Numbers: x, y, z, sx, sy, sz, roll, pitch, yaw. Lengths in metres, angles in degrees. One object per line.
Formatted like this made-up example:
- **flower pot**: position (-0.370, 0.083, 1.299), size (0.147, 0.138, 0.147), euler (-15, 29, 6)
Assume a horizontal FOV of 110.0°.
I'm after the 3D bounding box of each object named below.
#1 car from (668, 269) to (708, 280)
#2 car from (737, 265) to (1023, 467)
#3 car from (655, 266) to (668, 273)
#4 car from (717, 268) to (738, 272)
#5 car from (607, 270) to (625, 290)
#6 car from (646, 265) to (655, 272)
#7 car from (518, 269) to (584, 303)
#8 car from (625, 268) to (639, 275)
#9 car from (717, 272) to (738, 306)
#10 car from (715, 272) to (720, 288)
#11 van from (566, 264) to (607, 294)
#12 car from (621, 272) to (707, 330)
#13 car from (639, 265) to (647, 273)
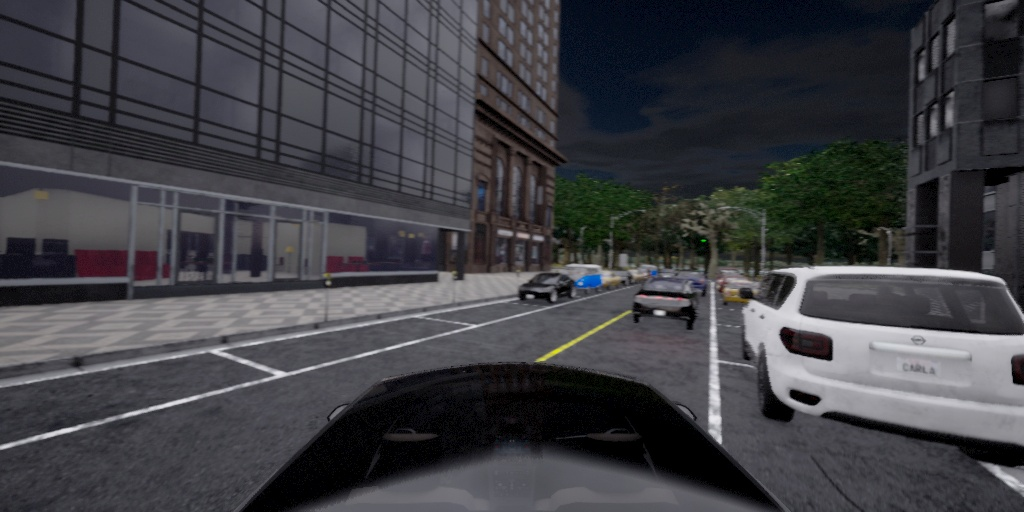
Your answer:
- **car**: position (12.534, 1.746, 25.251), size (2.097, 1.767, 4.553), euler (2, -1, 29)
- **car**: position (5.053, 1.181, 5.655), size (2.150, 2.045, 5.566), euler (2, -1, 29)
- **car**: position (18.249, 2.237, 41.897), size (2.128, 1.511, 4.902), euler (2, -1, 30)
- **car**: position (17.263, 2.028, 28.313), size (1.967, 1.591, 4.097), euler (0, 0, 29)
- **car**: position (7.092, 1.753, 27.572), size (1.751, 1.417, 4.829), euler (0, 0, 29)
- **car**: position (15.117, 2.075, 41.963), size (1.967, 1.591, 4.097), euler (0, 0, 29)
- **car**: position (1.881, 1.524, 18.225), size (1.948, 1.339, 4.313), euler (0, 0, 29)
- **car**: position (9.822, 1.929, 32.468), size (1.948, 1.339, 4.313), euler (0, 0, 29)
- **car**: position (12.051, 1.844, 18.966), size (1.751, 1.417, 4.829), euler (0, 0, 29)
- **car**: position (14.616, 1.998, 23.565), size (1.888, 1.381, 4.507), euler (0, 0, 29)
- **van**: position (4.528, 1.434, 22.973), size (1.690, 1.789, 3.998), euler (0, 0, 29)
- **car**: position (5.570, 1.532, 12.768), size (2.128, 1.511, 4.902), euler (2, -1, 29)
- **car**: position (12.387, 2.024, 37.068), size (1.751, 1.417, 4.829), euler (0, 0, 29)
